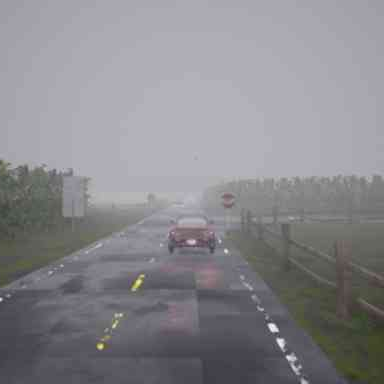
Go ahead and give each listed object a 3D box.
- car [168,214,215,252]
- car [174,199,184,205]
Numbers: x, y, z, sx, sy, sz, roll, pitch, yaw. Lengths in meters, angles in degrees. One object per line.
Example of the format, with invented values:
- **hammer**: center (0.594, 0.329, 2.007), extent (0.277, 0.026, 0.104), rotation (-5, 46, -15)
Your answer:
- **car**: center (0.000, 1.658, 14.380), extent (1.812, 1.442, 4.674), rotation (0, 0, 0)
- **car**: center (-2.769, 2.163, 71.528), extent (1.994, 1.385, 4.181), rotation (0, 0, 0)
